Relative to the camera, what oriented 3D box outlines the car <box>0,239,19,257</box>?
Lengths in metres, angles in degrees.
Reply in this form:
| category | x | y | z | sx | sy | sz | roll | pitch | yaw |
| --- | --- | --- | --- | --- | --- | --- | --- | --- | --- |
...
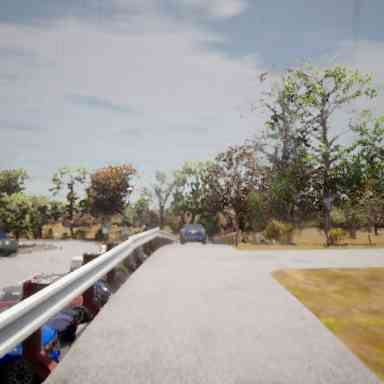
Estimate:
| category | x | y | z | sx | sy | sz | roll | pitch | yaw |
| --- | --- | --- | --- | --- | --- | --- | --- | --- | --- |
| car | -23.975 | 6.805 | 39.962 | 5.566 | 2.045 | 2.435 | 1 | -4 | -20 |

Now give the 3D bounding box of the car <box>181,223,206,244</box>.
| category | x | y | z | sx | sy | sz | roll | pitch | yaw |
| --- | --- | --- | --- | --- | --- | --- | --- | --- | --- |
| car | 0.105 | 3.593 | 28.917 | 2.097 | 1.767 | 4.553 | 0 | -8 | 0 |

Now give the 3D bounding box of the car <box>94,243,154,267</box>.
| category | x | y | z | sx | sy | sz | roll | pitch | yaw |
| --- | --- | --- | --- | --- | --- | --- | --- | --- | --- |
| car | -6.958 | 6.383 | 33.986 | 5.566 | 2.045 | 2.435 | 2 | -5 | -20 |

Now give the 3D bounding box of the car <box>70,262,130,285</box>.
| category | x | y | z | sx | sy | sz | roll | pitch | yaw |
| --- | --- | --- | --- | --- | --- | --- | --- | --- | --- |
| car | -6.928 | 5.777 | 21.890 | 4.892 | 1.521 | 2.231 | 2 | -4 | -20 |

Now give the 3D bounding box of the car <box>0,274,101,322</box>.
| category | x | y | z | sx | sy | sz | roll | pitch | yaw |
| --- | --- | --- | --- | --- | --- | --- | --- | --- | --- |
| car | -6.940 | 5.221 | 15.864 | 4.553 | 1.767 | 2.185 | 2 | -5 | -20 |

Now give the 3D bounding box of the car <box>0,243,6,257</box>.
| category | x | y | z | sx | sy | sz | roll | pitch | yaw |
| --- | --- | --- | --- | --- | --- | --- | --- | --- | --- |
| car | -23.923 | 6.879 | 37.032 | 4.792 | 1.488 | 2.163 | 1 | -5 | -20 |

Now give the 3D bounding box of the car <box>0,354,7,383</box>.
| category | x | y | z | sx | sy | sz | roll | pitch | yaw |
| --- | --- | --- | --- | --- | --- | --- | --- | --- | --- |
| car | -7.051 | 4.693 | 6.752 | 5.366 | 1.575 | 1.946 | 2 | -4 | -20 |

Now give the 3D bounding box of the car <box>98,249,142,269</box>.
| category | x | y | z | sx | sy | sz | roll | pitch | yaw |
| --- | --- | --- | --- | --- | --- | --- | --- | --- | --- |
| car | -6.923 | 6.080 | 27.934 | 4.553 | 1.767 | 2.185 | 2 | -4 | -20 |

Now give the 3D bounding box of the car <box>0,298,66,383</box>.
| category | x | y | z | sx | sy | sz | roll | pitch | yaw |
| --- | --- | --- | --- | --- | --- | --- | --- | --- | --- |
| car | -6.859 | 4.669 | 9.863 | 5.566 | 2.045 | 2.435 | 2 | -5 | -20 |

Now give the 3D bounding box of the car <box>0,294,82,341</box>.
| category | x | y | z | sx | sy | sz | roll | pitch | yaw |
| --- | --- | --- | --- | --- | --- | --- | --- | --- | --- |
| car | -6.931 | 5.161 | 12.837 | 4.792 | 1.488 | 2.163 | 2 | -4 | -20 |

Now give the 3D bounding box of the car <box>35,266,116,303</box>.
| category | x | y | z | sx | sy | sz | roll | pitch | yaw |
| --- | --- | --- | --- | --- | --- | --- | --- | --- | --- |
| car | -6.960 | 5.436 | 18.886 | 4.553 | 1.767 | 2.185 | 2 | -5 | -20 |

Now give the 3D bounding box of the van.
| category | x | y | z | sx | sy | sz | roll | pitch | yaw |
| --- | --- | --- | --- | --- | --- | --- | --- | --- | --- |
| van | -6.836 | 5.770 | 24.966 | 4.442 | 1.987 | 1.878 | 2 | -5 | -20 |

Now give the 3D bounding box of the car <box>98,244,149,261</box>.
| category | x | y | z | sx | sy | sz | roll | pitch | yaw |
| --- | --- | --- | --- | --- | --- | --- | --- | --- | --- |
| car | -6.987 | 6.166 | 30.933 | 5.566 | 2.045 | 2.435 | 2 | -4 | -20 |
